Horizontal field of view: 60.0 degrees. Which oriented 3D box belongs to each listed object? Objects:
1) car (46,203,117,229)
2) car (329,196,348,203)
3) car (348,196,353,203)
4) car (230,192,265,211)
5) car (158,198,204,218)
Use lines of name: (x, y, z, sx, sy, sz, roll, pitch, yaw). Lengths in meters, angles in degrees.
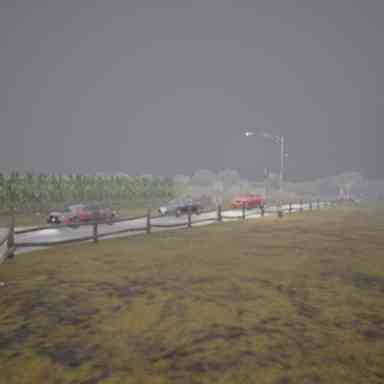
car: (-6.702, 1.387, 20.513, 1.994, 1.385, 4.181, 2, 2, 36)
car: (27.550, 1.452, 63.383, 2.128, 1.511, 4.902, 2, 1, 36)
car: (33.711, 1.499, 72.098, 1.882, 1.535, 5.008, 2, 1, 36)
car: (6.642, 1.022, 39.114, 2.150, 2.045, 5.566, 2, 2, 36)
car: (-0.893, 1.303, 28.610, 2.128, 1.511, 4.902, 2, 1, 36)
